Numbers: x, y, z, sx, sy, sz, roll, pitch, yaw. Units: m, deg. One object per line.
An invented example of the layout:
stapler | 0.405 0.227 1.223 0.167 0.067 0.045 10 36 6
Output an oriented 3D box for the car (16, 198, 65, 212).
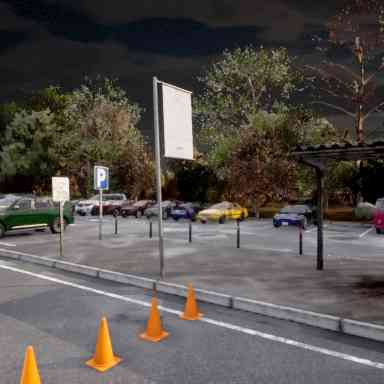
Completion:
car | -17.954 1.468 39.646 2.163 1.488 4.792 0 0 35

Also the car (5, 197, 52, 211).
car | -20.197 1.451 41.295 2.163 1.488 4.792 0 0 35

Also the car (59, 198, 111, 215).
car | -11.129 1.461 34.875 2.231 1.521 4.892 0 0 35

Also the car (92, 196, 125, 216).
car | -6.583 1.466 31.692 2.097 1.535 5.008 0 0 35

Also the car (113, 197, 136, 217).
car | -4.312 1.468 30.095 2.097 1.535 5.008 0 0 35

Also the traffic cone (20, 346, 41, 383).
traffic cone | -1.740 1.957 3.569 0.340 0.580 0.340 0 0 35

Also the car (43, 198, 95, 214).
car | -13.401 1.454 36.474 2.097 1.535 5.008 0 0 35

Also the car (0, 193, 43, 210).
car | -22.498 1.152 42.843 2.435 2.045 5.566 0 0 35

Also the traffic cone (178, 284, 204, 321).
traffic cone | -0.014 1.957 6.017 0.340 0.580 0.340 0 0 36

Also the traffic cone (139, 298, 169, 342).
traffic cone | -0.589 1.957 5.201 0.340 0.580 0.340 0 0 35

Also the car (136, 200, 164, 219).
car | -2.041 1.473 28.499 2.231 1.521 4.892 0 0 35

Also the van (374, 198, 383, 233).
van | 11.644 1.264 19.010 1.878 1.987 4.442 0 0 35

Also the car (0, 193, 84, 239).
car | -8.873 1.220 17.271 2.435 2.045 5.566 0 0 35

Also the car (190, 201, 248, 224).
car | 2.389 1.474 25.149 1.946 1.575 5.366 0 0 35

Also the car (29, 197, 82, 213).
car | -15.564 1.443 38.227 1.946 1.575 5.366 0 0 35

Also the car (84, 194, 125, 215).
car | -8.873 1.211 33.261 2.435 2.045 5.566 0 0 35

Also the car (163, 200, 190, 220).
car | 0.242 1.504 26.922 2.163 1.488 4.792 0 0 35

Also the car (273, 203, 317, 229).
car | 7.020 1.513 22.084 2.163 1.488 4.792 0 0 35

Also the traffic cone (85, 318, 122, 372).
traffic cone | -1.164 1.957 4.385 0.340 0.580 0.340 0 0 35

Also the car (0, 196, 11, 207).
car | -29.188 1.332 47.810 1.946 1.575 5.366 1 0 35
